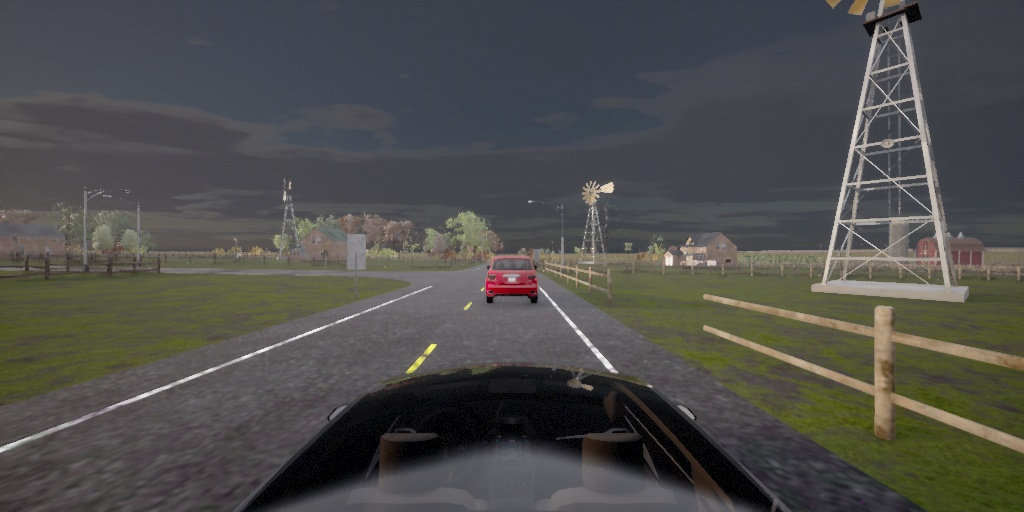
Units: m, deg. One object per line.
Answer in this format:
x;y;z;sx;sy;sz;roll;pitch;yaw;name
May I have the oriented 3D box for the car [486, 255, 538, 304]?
0.000;1.003;16.531;2.150;2.045;5.566;0;0;0;car
